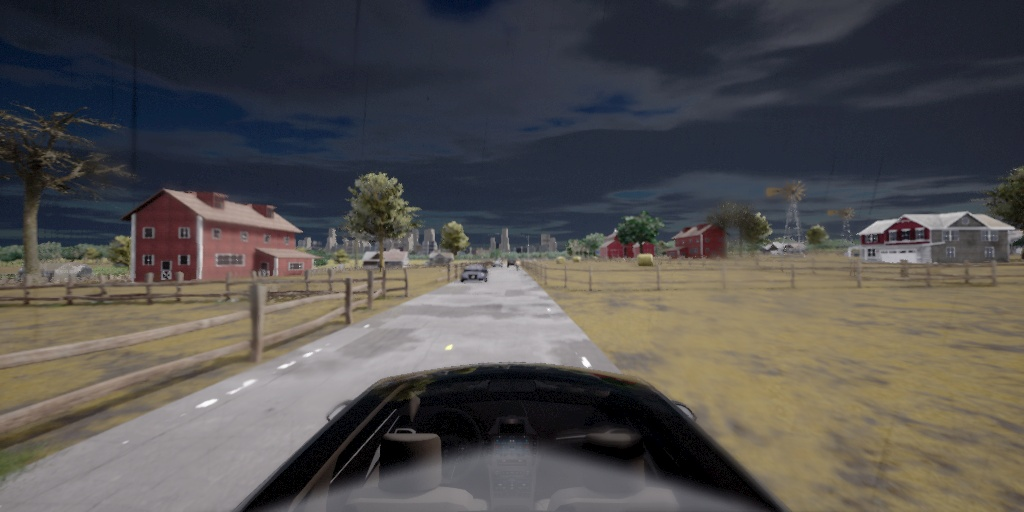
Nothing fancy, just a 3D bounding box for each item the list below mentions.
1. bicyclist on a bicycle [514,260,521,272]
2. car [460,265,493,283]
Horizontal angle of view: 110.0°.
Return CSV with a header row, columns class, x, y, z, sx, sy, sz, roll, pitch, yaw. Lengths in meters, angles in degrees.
class,x,y,z,sx,sy,sz,roll,pitch,yaw
bicyclist on a bicycle,0.778,1.359,48.848,0.866,1.612,1.509,0,-1,0
car,-2.838,1.361,28.070,1.994,1.385,4.181,0,0,0
